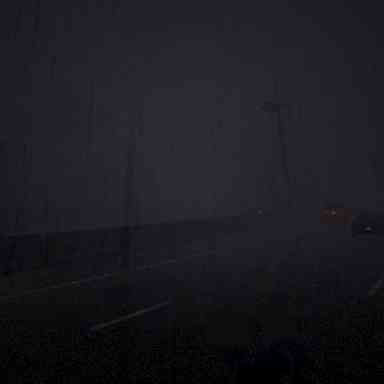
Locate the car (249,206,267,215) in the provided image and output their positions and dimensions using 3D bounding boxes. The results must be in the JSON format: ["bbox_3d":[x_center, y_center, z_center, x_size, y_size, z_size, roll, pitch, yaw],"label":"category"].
[{"bbox_3d":[9.320,2.756,46.876,1.837,1.490,4.892,-2,-2,24],"label":"car"}]

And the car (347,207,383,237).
[{"bbox_3d":[11.420,1.978,21.151,1.882,1.535,5.008,-2,-2,32],"label":"car"}]

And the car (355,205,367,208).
[{"bbox_3d":[26.361,2.751,51.508,1.812,1.442,4.674,-1,-2,20],"label":"car"}]

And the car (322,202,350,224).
[{"bbox_3d":[14.179,2.045,32.746,2.150,2.045,5.566,-1,-2,28],"label":"car"}]

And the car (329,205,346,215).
[{"bbox_3d":[23.465,2.834,53.826,2.128,1.511,4.902,-1,-2,19],"label":"car"}]
